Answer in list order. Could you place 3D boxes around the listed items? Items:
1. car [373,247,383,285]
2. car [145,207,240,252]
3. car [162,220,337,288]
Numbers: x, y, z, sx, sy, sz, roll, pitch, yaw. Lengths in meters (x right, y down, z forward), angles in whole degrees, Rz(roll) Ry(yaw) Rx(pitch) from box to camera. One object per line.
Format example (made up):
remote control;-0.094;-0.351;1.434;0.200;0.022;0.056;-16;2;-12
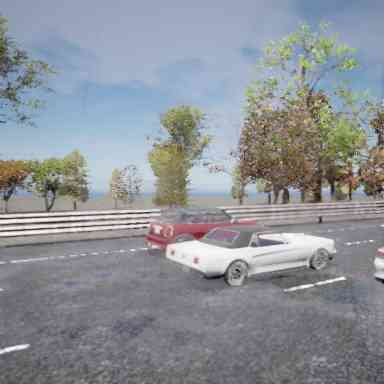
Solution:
car;6.132;1.469;7.647;4.674;1.442;1.812;0;0;-29
car;0.634;1.349;12.572;4.553;1.767;2.097;0;0;-30
car;1.786;1.585;9.208;4.718;1.301;1.895;0;0;-30
